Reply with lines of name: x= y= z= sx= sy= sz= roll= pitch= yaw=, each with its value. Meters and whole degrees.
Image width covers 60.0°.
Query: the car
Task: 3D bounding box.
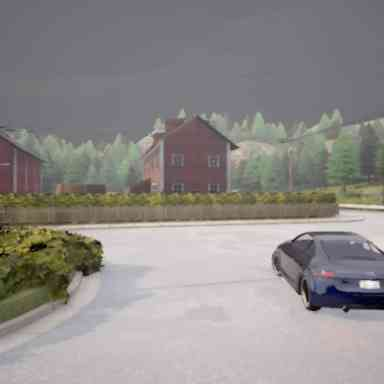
car: x=3.211 y=1.592 z=7.779 sx=1.994 sy=1.385 sz=4.181 roll=0 pitch=0 yaw=4
